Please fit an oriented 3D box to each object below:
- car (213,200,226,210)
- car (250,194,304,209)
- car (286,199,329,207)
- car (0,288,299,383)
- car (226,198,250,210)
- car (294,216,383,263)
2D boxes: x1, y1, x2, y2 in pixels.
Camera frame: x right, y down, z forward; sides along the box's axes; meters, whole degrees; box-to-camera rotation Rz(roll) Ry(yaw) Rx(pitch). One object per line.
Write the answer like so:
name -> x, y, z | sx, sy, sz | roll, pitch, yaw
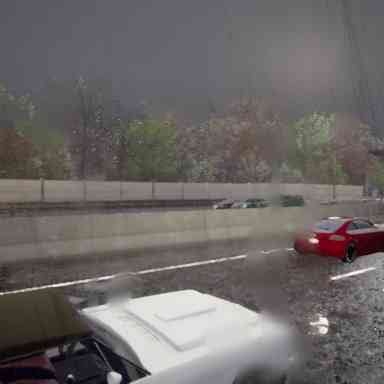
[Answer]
car -> 4.509, 1.505, 37.293 | 4.902, 1.511, 2.128 | 0, 0, -35
car -> 8.519, 1.236, 31.558 | 5.566, 2.045, 2.150 | 0, 0, -35
car -> 10.507, 1.578, 28.674 | 4.181, 1.385, 1.994 | 0, 0, -35
car -> -1.221, 1.601, 2.874 | 4.718, 1.301, 1.895 | 0, 0, -35
car -> 6.198, 1.365, 34.200 | 4.553, 1.767, 2.097 | 0, 0, -35
car -> 5.611, 1.567, 12.046 | 4.181, 1.385, 1.994 | 0, 0, -36
